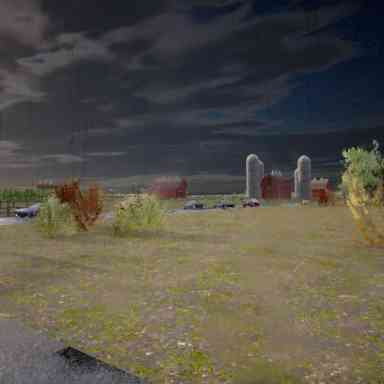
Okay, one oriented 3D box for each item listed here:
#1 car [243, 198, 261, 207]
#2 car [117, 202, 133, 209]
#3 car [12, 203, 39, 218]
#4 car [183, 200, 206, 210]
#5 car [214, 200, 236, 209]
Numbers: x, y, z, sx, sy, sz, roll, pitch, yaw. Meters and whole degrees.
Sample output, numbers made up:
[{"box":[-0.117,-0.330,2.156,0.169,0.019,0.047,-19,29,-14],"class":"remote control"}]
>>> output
[{"box":[11.456,1.989,63.298,2.097,1.767,4.553,-1,-1,36],"class":"car"},{"box":[-7.472,1.621,43.259,2.150,2.045,5.566,-1,-2,35],"class":"car"},{"box":[-14.788,1.809,33.120,2.033,1.411,5.357,-1,-1,36],"class":"car"},{"box":[0.438,2.046,54.144,1.837,1.490,4.892,-1,0,36],"class":"car"},{"box":[5.446,2.014,54.897,2.128,1.511,4.902,-1,-1,36],"class":"car"}]
